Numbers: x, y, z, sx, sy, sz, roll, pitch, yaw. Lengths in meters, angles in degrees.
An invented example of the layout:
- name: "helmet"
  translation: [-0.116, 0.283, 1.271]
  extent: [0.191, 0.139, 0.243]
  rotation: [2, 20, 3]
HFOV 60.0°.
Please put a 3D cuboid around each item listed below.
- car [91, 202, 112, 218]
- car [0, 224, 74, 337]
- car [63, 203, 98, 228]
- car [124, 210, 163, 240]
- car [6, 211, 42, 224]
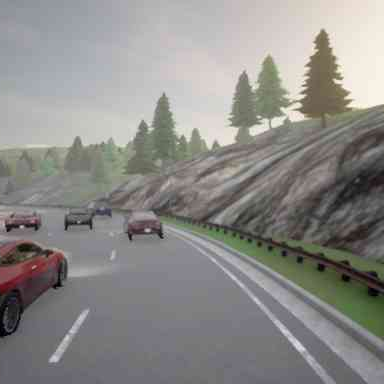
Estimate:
- name: "car"
  translation: [-10.340, 1.838, 36.150]
  extent: [2.097, 1.767, 4.553]
  rotation: [0, -1, -30]
- name: "car"
  translation: [-3.946, 1.632, 6.620]
  extent: [1.812, 1.442, 4.674]
  rotation: [0, -1, -6]
- name: "car"
  translation: [-8.319, 1.829, 24.284]
  extent: [2.128, 1.511, 4.902]
  rotation: [0, -1, -20]
- name: "car"
  translation: [-2.809, 1.759, 18.748]
  extent: [1.812, 1.442, 4.674]
  rotation: [0, -1, -15]
- name: "car"
  translation: [-11.569, 1.950, 23.157]
  extent: [1.895, 1.301, 4.718]
  rotation: [0, -1, -21]
